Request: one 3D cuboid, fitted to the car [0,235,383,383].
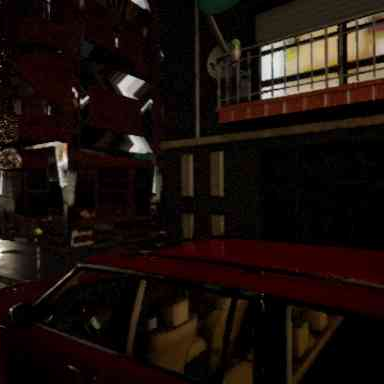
[{"bbox_3d":[-0.045,1.315,2.767,5.009,1.841,2.192,0,-1,36],"label":"car"}]
